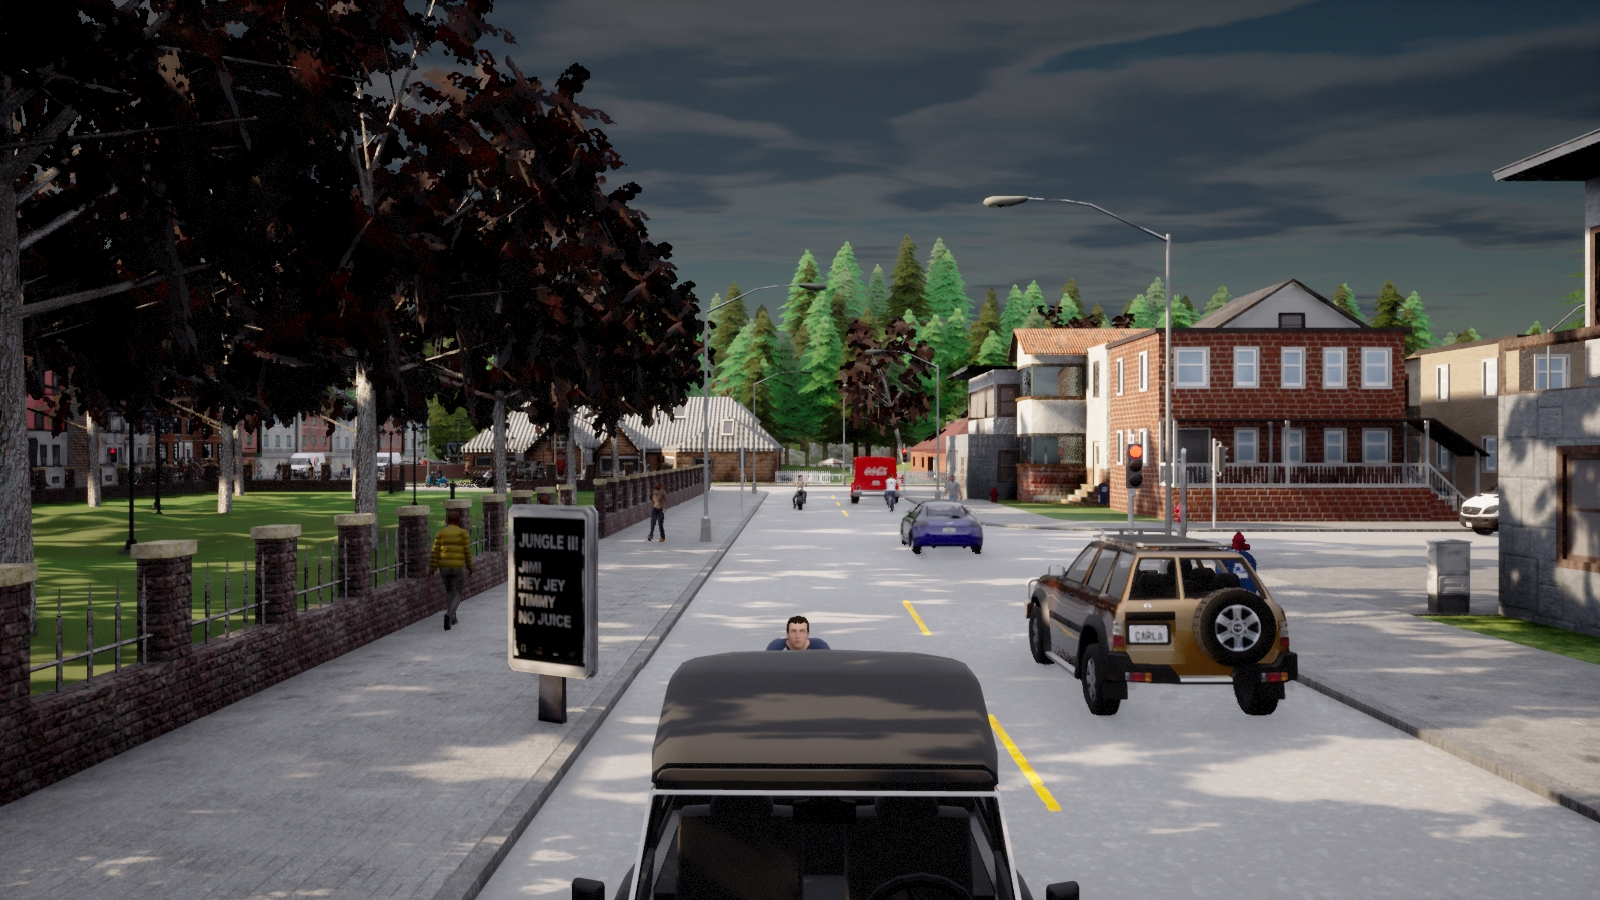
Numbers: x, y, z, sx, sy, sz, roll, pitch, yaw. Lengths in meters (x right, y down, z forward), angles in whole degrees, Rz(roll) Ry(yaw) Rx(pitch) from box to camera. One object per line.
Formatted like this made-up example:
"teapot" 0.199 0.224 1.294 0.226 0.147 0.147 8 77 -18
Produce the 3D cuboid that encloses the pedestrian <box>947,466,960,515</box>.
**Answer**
"pedestrian" 5.992 1.579 44.672 0.375 1.860 0.375 0 0 41

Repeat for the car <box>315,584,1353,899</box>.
"car" 0.090 1.640 4.031 1.905 1.878 3.866 0 0 1

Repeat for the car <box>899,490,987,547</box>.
"car" 4.003 1.910 32.654 1.994 1.385 4.181 0 0 0

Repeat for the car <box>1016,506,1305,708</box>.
"car" 3.945 1.644 13.449 1.932 1.855 4.605 0 -2 0

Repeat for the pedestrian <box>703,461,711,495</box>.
"pedestrian" -5.200 1.551 63.700 0.375 1.860 0.375 0 0 7

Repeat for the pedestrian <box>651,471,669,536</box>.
"pedestrian" -4.048 1.539 33.031 0.375 1.860 0.375 0 0 17

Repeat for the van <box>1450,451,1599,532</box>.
"van" 24.712 1.329 37.232 5.915 2.561 1.988 0 0 0

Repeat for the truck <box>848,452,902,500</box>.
"truck" 3.969 1.372 61.570 2.627 2.467 5.204 0 0 1

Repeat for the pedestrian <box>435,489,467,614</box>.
"pedestrian" -5.308 1.532 17.384 0.375 1.860 0.375 0 0 1
